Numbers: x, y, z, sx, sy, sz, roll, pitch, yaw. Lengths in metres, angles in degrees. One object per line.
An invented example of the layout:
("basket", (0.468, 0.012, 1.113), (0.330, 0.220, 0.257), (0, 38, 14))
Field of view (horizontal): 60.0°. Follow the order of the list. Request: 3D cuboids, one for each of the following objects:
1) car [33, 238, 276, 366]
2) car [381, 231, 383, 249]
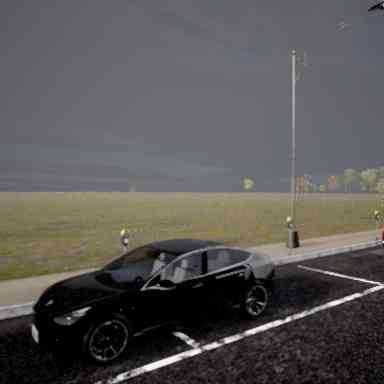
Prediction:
("car", (-0.374, 1.559, 5.822), (4.313, 1.339, 1.947), (0, 1, -35))
("car", (8.833, 1.408, 12.387), (4.097, 1.590, 1.967), (0, 1, -35))
